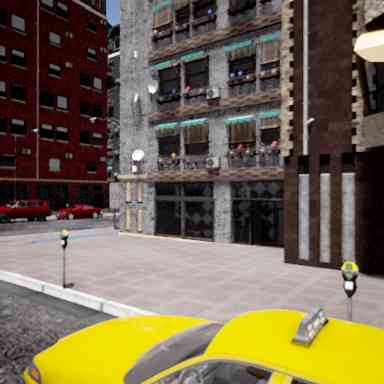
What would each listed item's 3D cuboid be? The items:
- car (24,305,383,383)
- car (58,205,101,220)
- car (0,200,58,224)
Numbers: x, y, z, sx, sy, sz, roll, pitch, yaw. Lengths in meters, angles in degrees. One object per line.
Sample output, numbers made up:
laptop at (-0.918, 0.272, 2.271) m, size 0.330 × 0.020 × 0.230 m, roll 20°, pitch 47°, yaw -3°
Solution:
car at (0.605, 1.525, 2.442) m, size 4.829 × 1.417 × 1.752 m, roll 0°, pitch 0°, yaw 36°
car at (-10.992, 1.919, 32.378) m, size 1.887 × 1.381 × 4.507 m, roll -1°, pitch -2°, yaw 35°
car at (-14.288, 1.587, 27.738) m, size 2.192 × 1.841 × 5.009 m, roll -1°, pitch -2°, yaw 35°
